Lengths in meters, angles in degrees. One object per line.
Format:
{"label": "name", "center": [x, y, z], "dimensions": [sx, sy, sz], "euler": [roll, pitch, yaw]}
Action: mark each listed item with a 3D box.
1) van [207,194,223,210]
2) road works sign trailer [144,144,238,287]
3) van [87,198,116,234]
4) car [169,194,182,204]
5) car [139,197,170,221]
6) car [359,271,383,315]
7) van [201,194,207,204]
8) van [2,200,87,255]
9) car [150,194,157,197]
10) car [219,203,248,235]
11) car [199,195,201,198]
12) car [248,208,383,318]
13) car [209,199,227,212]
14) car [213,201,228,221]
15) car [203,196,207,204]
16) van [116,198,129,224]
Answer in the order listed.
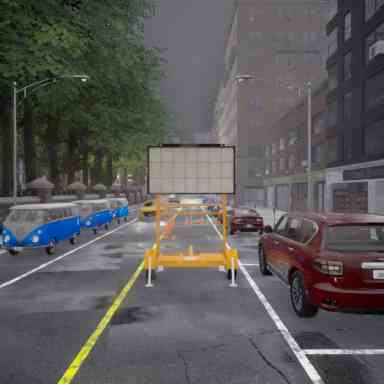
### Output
{"label": "van", "center": [2.789, 1.317, 35.666], "dimensions": [1.690, 1.788, 3.998], "euler": [0, 0, 0]}
{"label": "road works sign trailer", "center": [-0.017, 0.463, 9.312], "dimensions": [2.380, 3.560, 2.880], "euler": [0, 0, 0]}
{"label": "van", "center": [-5.706, 1.334, 18.643], "dimensions": [1.690, 1.788, 3.998], "euler": [0, 0, 0]}
{"label": "car", "center": [-3.109, 1.502, 59.275], "dimensions": [1.994, 1.385, 4.181], "euler": [0, 0, 0]}
{"label": "car", "center": [-3.151, 1.463, 27.538], "dimensions": [1.882, 1.535, 5.008], "euler": [0, 0, 0]}
{"label": "car", "center": [2.851, 1.582, 1.703], "dimensions": [1.802, 1.307, 4.206], "euler": [0, 0, 0]}
{"label": "van", "center": [2.758, 1.291, 52.647], "dimensions": [1.690, 1.788, 3.998], "euler": [0, 0, 0]}
{"label": "van", "center": [-5.695, 1.338, 12.986], "dimensions": [1.690, 1.788, 3.998], "euler": [0, 0, 0]}
{"label": "car", "center": [-5.767, 1.265, 52.591], "dimensions": [2.192, 1.841, 5.009], "euler": [0, 0, 0]}
{"label": "car", "center": [2.820, 1.538, 18.685], "dimensions": [1.887, 1.381, 4.507], "euler": [0, 0, 0]}
{"label": "car", "center": [2.748, 1.505, 58.308], "dimensions": [1.947, 1.339, 4.313], "euler": [0, 0, 0]}
{"label": "car", "center": [2.840, 1.314, 7.363], "dimensions": [2.192, 1.841, 5.009], "euler": [0, 0, 0]}
{"label": "car", "center": [2.799, 1.564, 30.006], "dimensions": [1.802, 1.307, 4.206], "euler": [0, 0, 0]}
{"label": "car", "center": [2.810, 1.570, 24.345], "dimensions": [1.802, 1.307, 4.206], "euler": [0, 0, 0]}
{"label": "car", "center": [2.779, 1.513, 41.326], "dimensions": [1.887, 1.381, 4.507], "euler": [0, 0, 0]}
{"label": "van", "center": [-5.716, 1.329, 24.301], "dimensions": [1.690, 1.788, 3.998], "euler": [0, 0, 0]}
